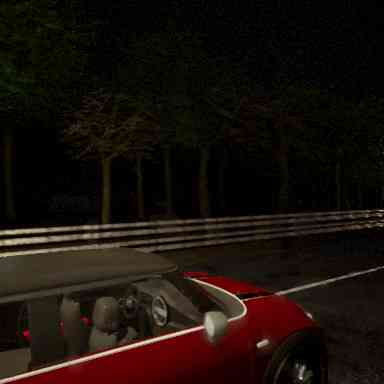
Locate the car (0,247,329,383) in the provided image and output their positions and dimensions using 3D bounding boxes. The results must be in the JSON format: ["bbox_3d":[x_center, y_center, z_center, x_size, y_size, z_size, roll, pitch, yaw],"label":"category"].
[{"bbox_3d":[-0.726,1.349,3.178,4.553,1.767,2.097,0,0,-35],"label":"car"}]
